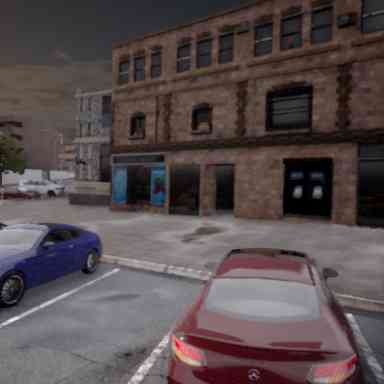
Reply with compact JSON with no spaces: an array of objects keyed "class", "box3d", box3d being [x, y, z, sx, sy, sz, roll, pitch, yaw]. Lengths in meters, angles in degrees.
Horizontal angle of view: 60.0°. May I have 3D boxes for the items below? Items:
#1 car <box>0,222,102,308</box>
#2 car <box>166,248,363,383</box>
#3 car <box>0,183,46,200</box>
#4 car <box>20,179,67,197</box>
[{"class":"car","box3d":[-3.910,1.500,8.122,2.002,1.452,4.674,1,0,14]},{"class":"car","box3d":[1.043,1.516,4.670,2.002,1.452,4.674,0,-1,15]},{"class":"car","box3d":[-19.402,0.118,37.280,4.674,1.452,2.002,1,6,8]},{"class":"car","box3d":[-17.984,-0.460,39.915,5.566,2.045,2.435,1,6,8]}]
